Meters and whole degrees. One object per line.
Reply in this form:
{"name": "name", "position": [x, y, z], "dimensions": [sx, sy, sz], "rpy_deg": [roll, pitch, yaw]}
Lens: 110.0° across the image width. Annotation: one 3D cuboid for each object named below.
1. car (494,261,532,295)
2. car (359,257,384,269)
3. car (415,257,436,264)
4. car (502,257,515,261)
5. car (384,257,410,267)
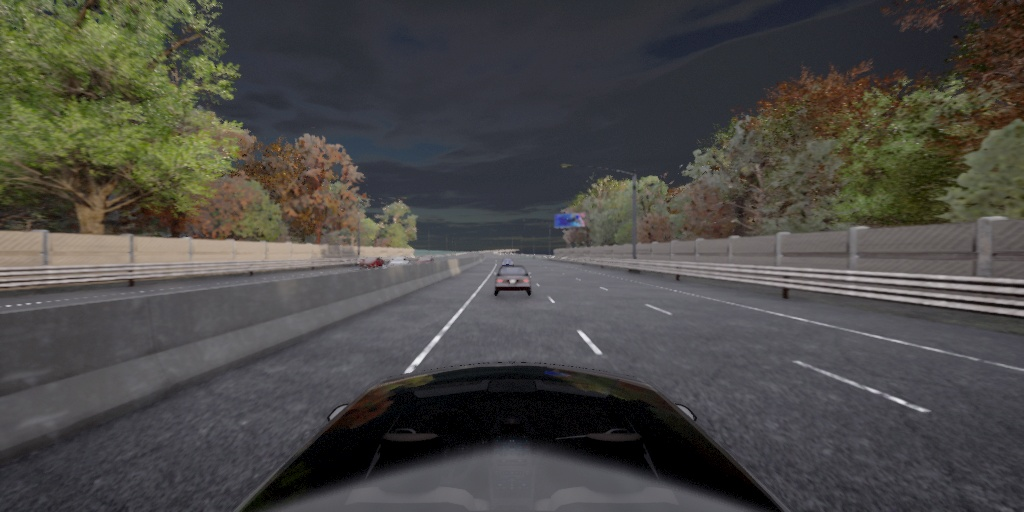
{"name": "car", "position": [0.019, 1.158, 18.605], "dimensions": [2.033, 1.411, 5.357], "rpy_deg": [0, 1, -1]}
{"name": "car", "position": [-18.135, 0.869, 46.644], "dimensions": [1.882, 1.535, 5.008], "rpy_deg": [0, 0, -1]}
{"name": "car", "position": [-11.124, 0.864, 46.525], "dimensions": [1.882, 1.535, 5.008], "rpy_deg": [0, 0, -1]}
{"name": "car", "position": [-0.596, 0.899, 49.552], "dimensions": [2.033, 1.411, 5.357], "rpy_deg": [0, 1, -1]}
{"name": "car", "position": [-14.641, 0.913, 46.800], "dimensions": [1.812, 1.442, 4.674], "rpy_deg": [0, 0, -1]}
